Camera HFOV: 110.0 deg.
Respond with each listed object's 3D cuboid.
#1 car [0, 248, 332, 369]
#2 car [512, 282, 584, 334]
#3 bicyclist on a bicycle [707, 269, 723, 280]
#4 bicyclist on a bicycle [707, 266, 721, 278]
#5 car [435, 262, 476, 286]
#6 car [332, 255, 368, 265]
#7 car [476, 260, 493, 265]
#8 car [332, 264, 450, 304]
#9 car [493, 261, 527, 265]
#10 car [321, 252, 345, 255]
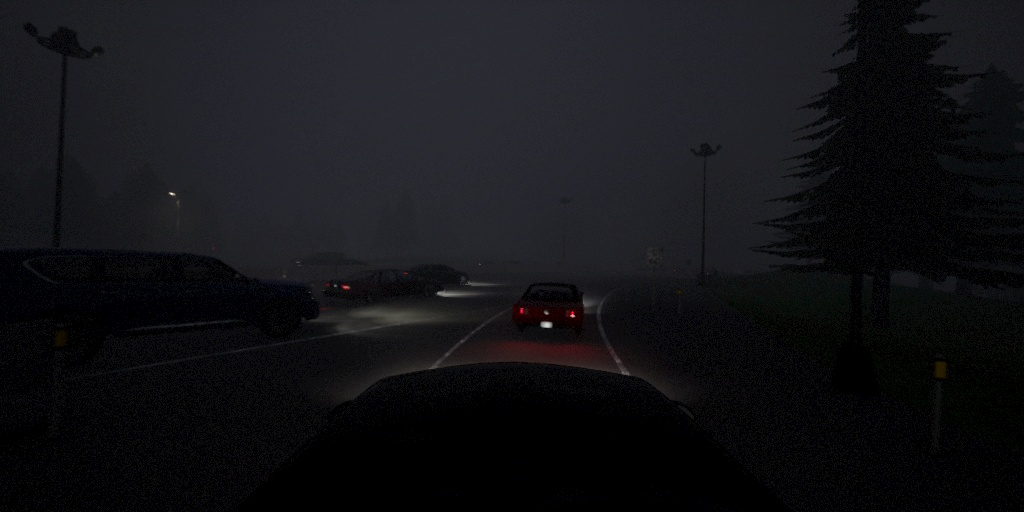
[{"bbox_3d":[-7.444,0.912,7.977,2.150,2.045,5.566,1,-1,39],"label":"car"},{"bbox_3d":[1.331,1.495,11.471,1.895,1.301,4.718,1,0,11],"label":"car"},{"bbox_3d":[27.047,2.498,47.802,1.656,0.582,1.620,9,27,35],"label":"bicyclist on a bicycle"},{"bbox_3d":[26.389,2.198,47.002,1.656,1.620,0.582,5,2,36],"label":"bicyclist on a bicycle"},{"bbox_3d":[-4.895,1.240,23.480,1.837,1.490,4.892,1,0,36],"label":"car"},{"bbox_3d":[-15.622,0.968,32.878,2.128,1.511,4.902,2,0,35],"label":"car"},{"bbox_3d":[-4.690,1.370,60.369,1.837,1.490,4.892,1,-1,36],"label":"car"},{"bbox_3d":[-5.628,1.275,16.428,2.033,1.411,5.357,1,0,36],"label":"car"},{"bbox_3d":[-0.303,1.456,54.485,1.837,1.490,4.892,1,-1,35],"label":"car"},{"bbox_3d":[-20.427,0.548,38.194,2.150,2.045,5.566,2,0,35],"label":"car"}]
